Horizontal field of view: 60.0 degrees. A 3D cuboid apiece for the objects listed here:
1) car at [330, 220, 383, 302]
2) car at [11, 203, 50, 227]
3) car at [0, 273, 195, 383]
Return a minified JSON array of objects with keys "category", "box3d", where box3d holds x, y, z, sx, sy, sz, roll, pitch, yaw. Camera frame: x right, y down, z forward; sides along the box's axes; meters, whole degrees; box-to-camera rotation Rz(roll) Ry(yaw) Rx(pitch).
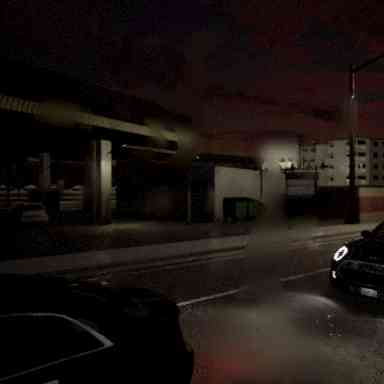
[{"category":"car","box3d":[5.235,1.341,7.709,4.553,1.767,2.097,0,0,-35]},{"category":"car","box3d":[-10.724,1.452,21.944,1.970,1.475,3.806,0,0,-34]},{"category":"car","box3d":[-2.246,1.506,2.324,4.892,1.490,1.837,0,0,-36]}]
